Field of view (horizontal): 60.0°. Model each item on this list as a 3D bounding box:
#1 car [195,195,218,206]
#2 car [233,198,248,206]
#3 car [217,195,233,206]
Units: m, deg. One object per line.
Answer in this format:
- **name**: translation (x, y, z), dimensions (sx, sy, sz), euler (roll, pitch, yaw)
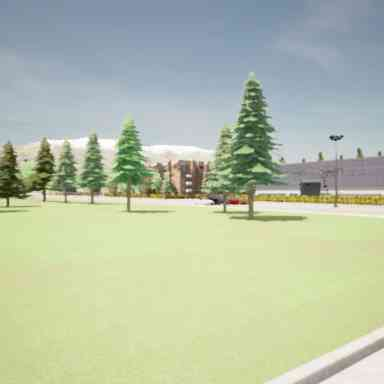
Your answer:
- **car**: translation (2.435, 1.904, 64.620), dimensions (1.812, 1.442, 4.674), euler (1, -1, -36)
- **car**: translation (9.244, 1.922, 67.133), dimensions (1.882, 1.535, 5.008), euler (1, -1, -35)
- **car**: translation (5.082, 1.617, 66.942), dimensions (2.150, 2.045, 5.566), euler (1, -1, -36)
